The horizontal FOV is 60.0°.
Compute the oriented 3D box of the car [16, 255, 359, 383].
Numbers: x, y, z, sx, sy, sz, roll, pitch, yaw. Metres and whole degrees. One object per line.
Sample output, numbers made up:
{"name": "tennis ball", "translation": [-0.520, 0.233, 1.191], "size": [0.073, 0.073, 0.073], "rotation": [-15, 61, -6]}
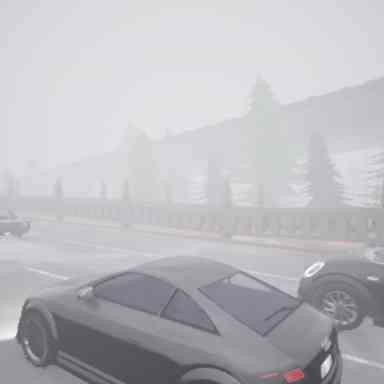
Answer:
{"name": "car", "translation": [-0.391, 1.540, 4.248], "size": [4.181, 1.385, 1.994], "rotation": [1, 1, 36]}

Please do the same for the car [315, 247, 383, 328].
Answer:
{"name": "car", "translation": [4.091, 1.341, 5.330], "size": [4.553, 1.767, 2.097], "rotation": [0, 0, 36]}

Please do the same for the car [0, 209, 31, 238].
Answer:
{"name": "car", "translation": [-9.301, 1.377, 14.893], "size": [4.718, 1.301, 1.895], "rotation": [1, 1, 36]}
